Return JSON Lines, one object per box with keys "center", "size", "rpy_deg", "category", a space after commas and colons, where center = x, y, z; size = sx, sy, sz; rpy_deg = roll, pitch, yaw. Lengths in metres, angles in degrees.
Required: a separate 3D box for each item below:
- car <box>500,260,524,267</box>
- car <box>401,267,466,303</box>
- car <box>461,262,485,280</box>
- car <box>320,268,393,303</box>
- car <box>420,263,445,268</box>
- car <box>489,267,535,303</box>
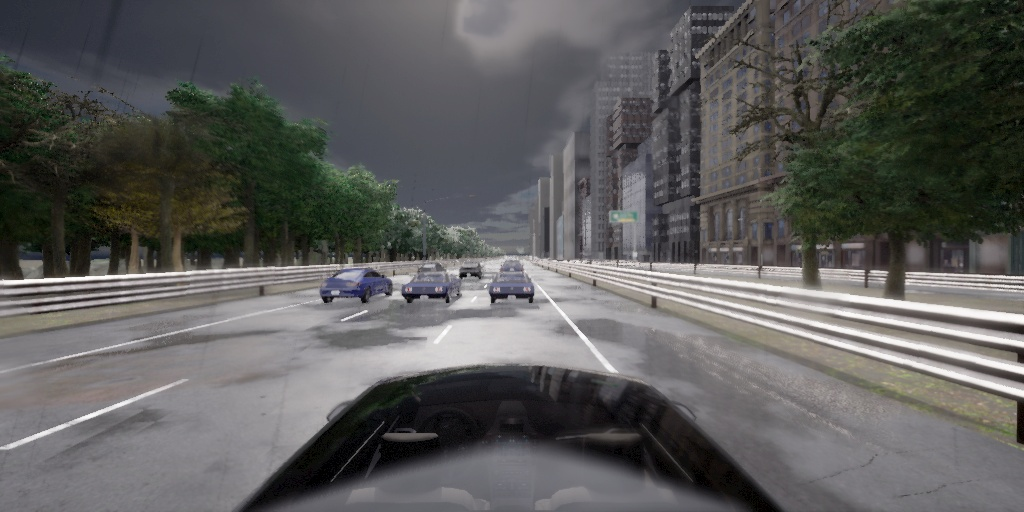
{"center": [-0.001, 1.132, 31.472], "size": [2.097, 1.767, 4.553], "rpy_deg": [0, 0, 0], "category": "car"}
{"center": [-3.501, 1.367, 16.530], "size": [1.895, 1.301, 4.718], "rpy_deg": [0, 0, 0], "category": "car"}
{"center": [-3.501, 1.282, 31.502], "size": [1.837, 1.490, 4.892], "rpy_deg": [0, 0, 0], "category": "car"}
{"center": [-7.000, 1.283, 16.500], "size": [1.812, 1.442, 4.674], "rpy_deg": [0, 0, 0], "category": "car"}
{"center": [-7.001, 1.299, 31.502], "size": [1.812, 1.442, 4.674], "rpy_deg": [0, 0, 0], "category": "car"}
{"center": [-0.001, 1.367, 16.530], "size": [1.895, 1.301, 4.718], "rpy_deg": [0, 0, 0], "category": "car"}
